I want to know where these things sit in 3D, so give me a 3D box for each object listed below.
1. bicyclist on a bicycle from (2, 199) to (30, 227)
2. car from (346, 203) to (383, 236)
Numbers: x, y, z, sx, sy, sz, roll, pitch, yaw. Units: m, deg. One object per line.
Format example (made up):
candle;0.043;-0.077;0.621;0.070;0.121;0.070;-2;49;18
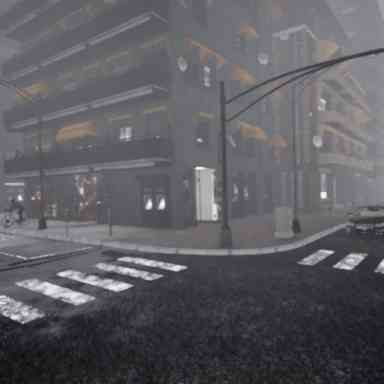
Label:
bicyclist on a bicycle;-10.352;1.226;19.633;0.582;1.620;1.656;-1;1;36
car;8.551;1.286;15.759;2.008;1.369;4.403;-1;0;37
